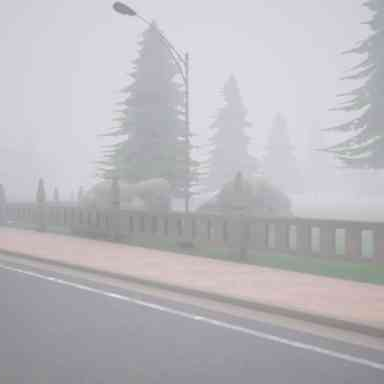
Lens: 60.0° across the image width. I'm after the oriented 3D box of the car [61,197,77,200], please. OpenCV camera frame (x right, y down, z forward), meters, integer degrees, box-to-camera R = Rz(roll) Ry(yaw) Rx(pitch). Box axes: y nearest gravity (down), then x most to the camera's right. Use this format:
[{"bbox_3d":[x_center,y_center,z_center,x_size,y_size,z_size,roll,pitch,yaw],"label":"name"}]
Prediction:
[{"bbox_3d":[-22.621,1.544,61.863,1.994,1.385,4.181,0,1,36],"label":"car"}]
